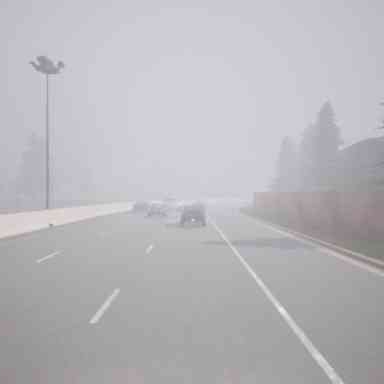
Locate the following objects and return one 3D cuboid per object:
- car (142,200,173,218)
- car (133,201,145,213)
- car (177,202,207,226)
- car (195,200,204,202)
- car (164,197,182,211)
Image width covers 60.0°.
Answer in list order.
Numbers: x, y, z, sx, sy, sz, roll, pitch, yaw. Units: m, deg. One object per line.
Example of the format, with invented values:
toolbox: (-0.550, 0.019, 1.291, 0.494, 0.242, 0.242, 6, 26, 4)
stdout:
car: (-3.449, 1.870, 34.553, 2.033, 1.411, 5.357, 0, -1, 1)
car: (-6.502, 1.898, 44.387, 1.882, 1.535, 5.008, 0, 0, 5)
car: (0.062, 1.738, 25.595, 1.837, 1.490, 4.892, 0, -1, 0)
car: (1.156, 1.974, 49.465, 1.812, 1.442, 4.674, 0, 0, 8)
car: (-2.699, 1.663, 47.499, 2.150, 2.045, 5.566, 0, 0, 7)
